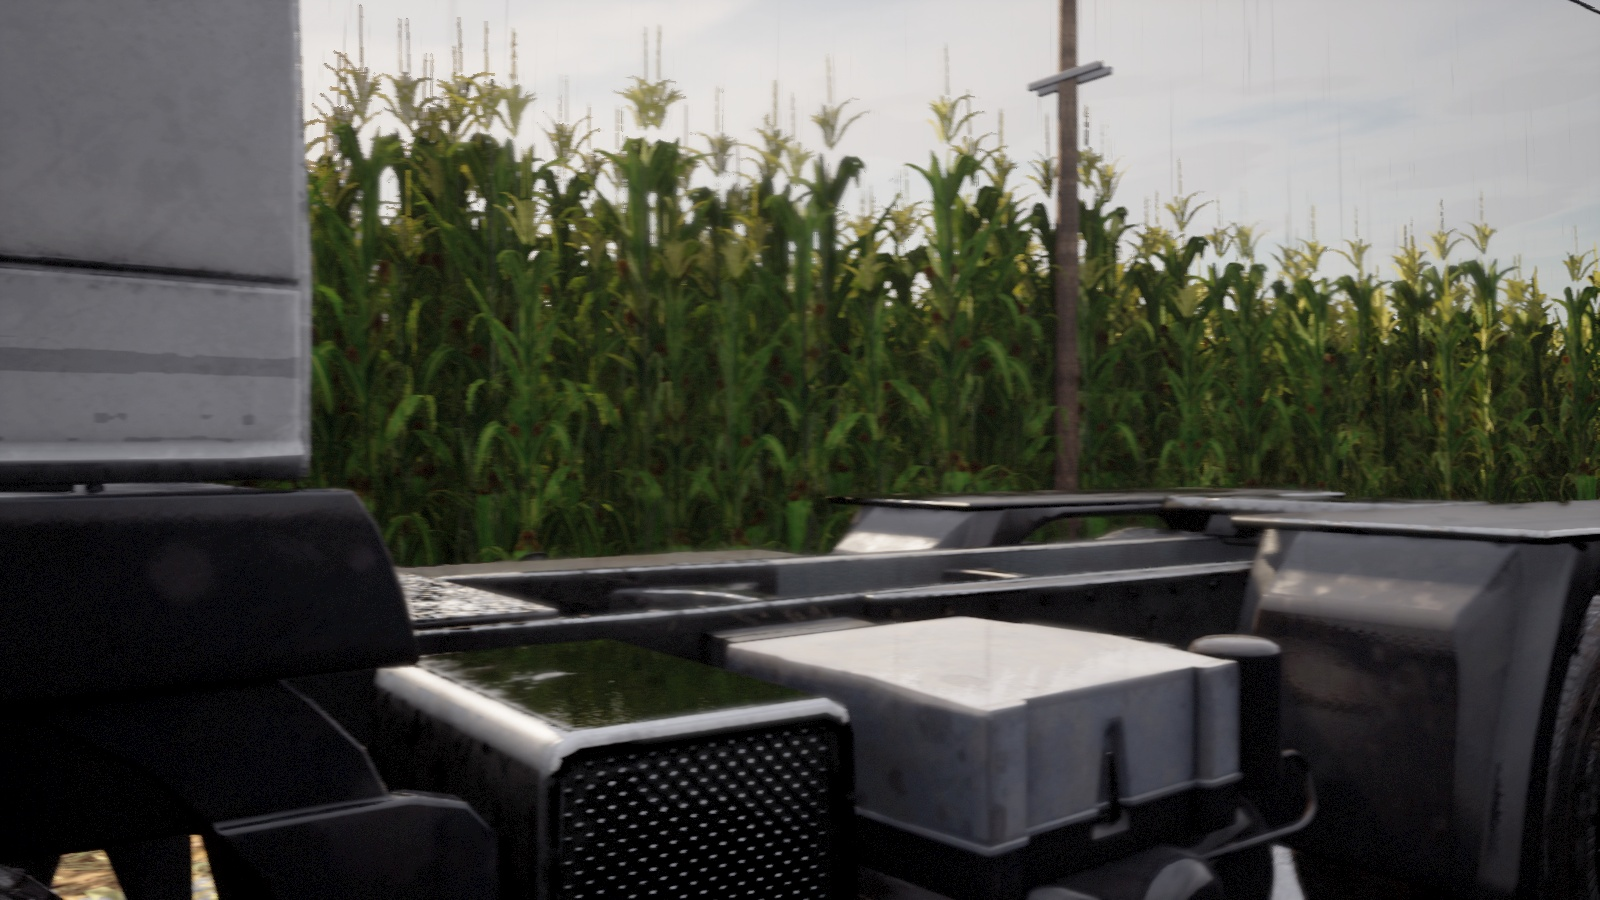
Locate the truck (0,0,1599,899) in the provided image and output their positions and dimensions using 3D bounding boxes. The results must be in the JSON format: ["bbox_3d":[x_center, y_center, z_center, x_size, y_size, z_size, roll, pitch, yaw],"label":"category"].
[{"bbox_3d":[0.074,-0.229,3.350,7.936,3.462,2.891,0,0,-35],"label":"truck"}]
